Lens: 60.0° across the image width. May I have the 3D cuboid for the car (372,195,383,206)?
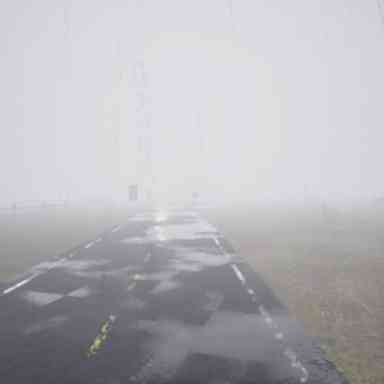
[{"bbox_3d":[26.187,1.090,43.381,4.674,1.442,1.812,-1,-1,17],"label":"car"}]

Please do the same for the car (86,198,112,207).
[{"bbox_3d":[-15.851,1.813,56.312,4.892,1.490,1.837,0,-1,17],"label":"car"}]
